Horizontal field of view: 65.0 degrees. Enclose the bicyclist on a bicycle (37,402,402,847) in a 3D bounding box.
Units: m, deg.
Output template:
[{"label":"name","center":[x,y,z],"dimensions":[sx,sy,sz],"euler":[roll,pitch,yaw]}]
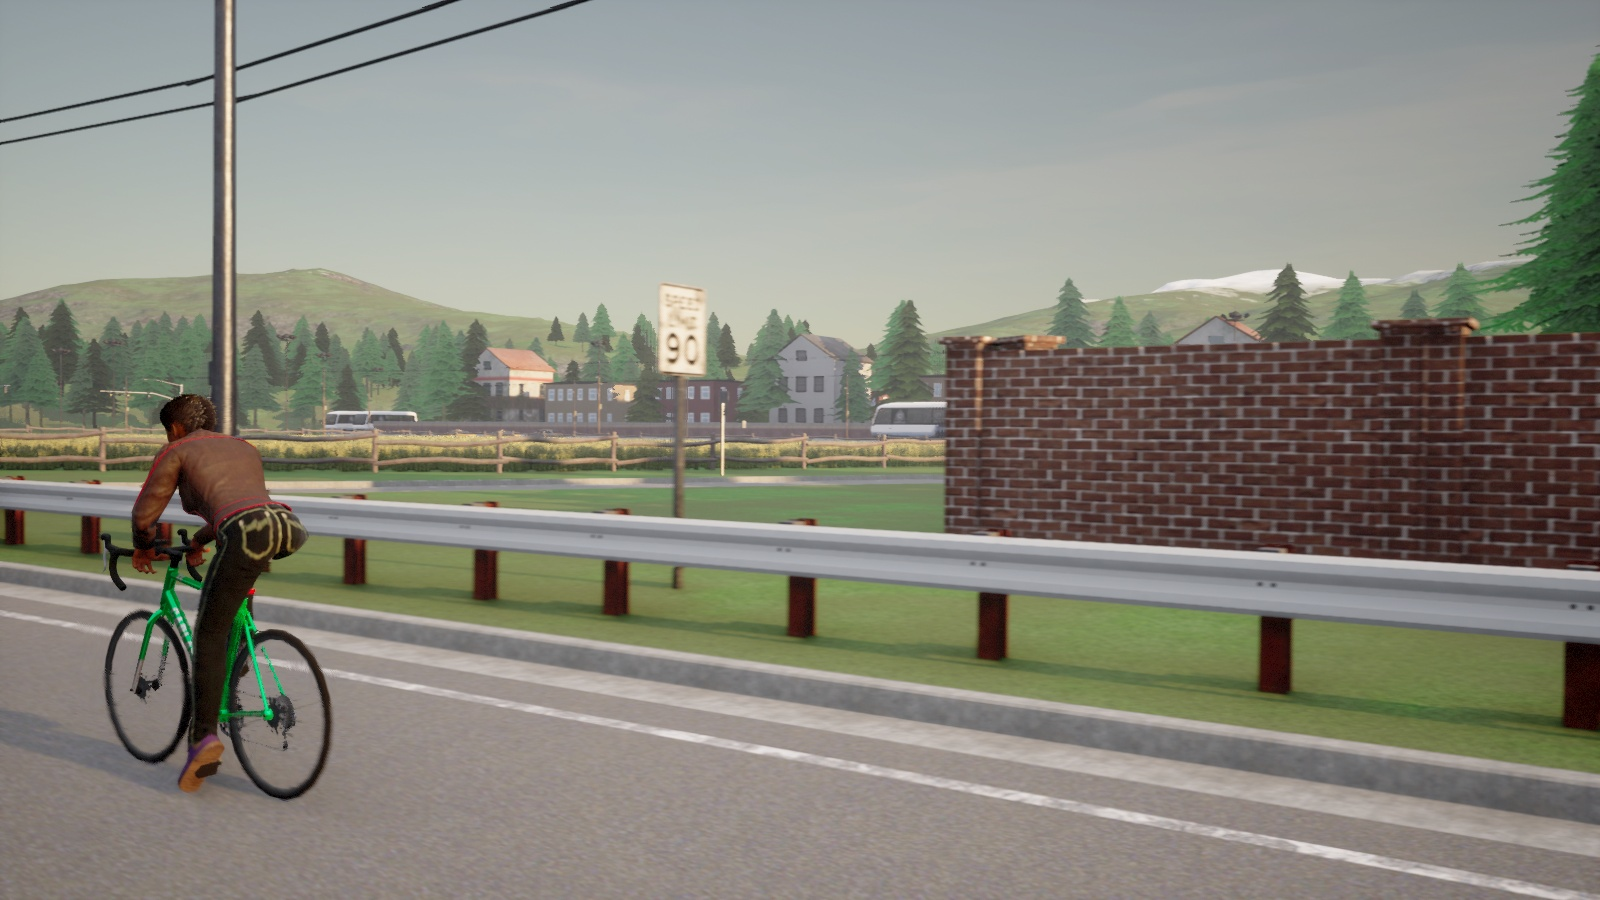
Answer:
[{"label":"bicyclist on a bicycle","center":[-2.460,0.635,5.257],"dimensions":[1.656,1.620,0.582],"euler":[0,1,34]}]
